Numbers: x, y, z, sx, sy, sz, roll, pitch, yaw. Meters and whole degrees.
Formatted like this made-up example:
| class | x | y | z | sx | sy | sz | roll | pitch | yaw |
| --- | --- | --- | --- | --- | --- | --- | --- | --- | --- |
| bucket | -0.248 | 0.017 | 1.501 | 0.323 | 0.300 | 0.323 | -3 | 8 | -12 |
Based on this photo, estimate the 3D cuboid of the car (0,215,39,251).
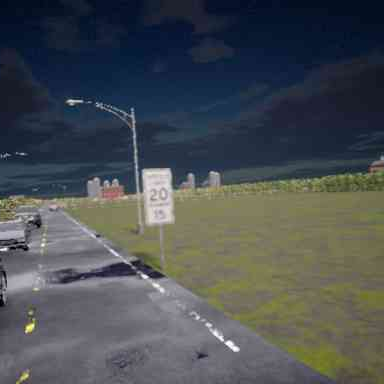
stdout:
| class | x | y | z | sx | sy | sz | roll | pitch | yaw |
| --- | --- | --- | --- | --- | --- | --- | --- | --- | --- |
| car | -9.265 | 2.196 | 17.022 | 2.033 | 1.411 | 5.357 | -4 | 0 | -23 |

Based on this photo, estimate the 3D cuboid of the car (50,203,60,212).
| class | x | y | z | sx | sy | sz | roll | pitch | yaw |
| --- | --- | --- | --- | --- | --- | --- | --- | --- | --- |
| car | -31.296 | 3.682 | 75.859 | 2.128 | 1.511 | 4.902 | -4 | 0 | -23 |

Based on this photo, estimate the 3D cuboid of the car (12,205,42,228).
| class | x | y | z | sx | sy | sz | roll | pitch | yaw |
| --- | --- | --- | --- | --- | --- | --- | --- | --- | --- |
| car | -15.063 | 2.277 | 30.597 | 2.150 | 2.045 | 5.566 | -4 | 0 | -23 |

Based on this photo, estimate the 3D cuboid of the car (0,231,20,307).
| class | x | y | z | sx | sy | sz | roll | pitch | yaw |
| --- | --- | --- | --- | --- | --- | --- | --- | --- | --- |
| car | -4.471 | 1.801 | 5.783 | 2.128 | 1.511 | 4.902 | -4 | 0 | -23 |

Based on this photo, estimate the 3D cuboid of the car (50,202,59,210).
| class | x | y | z | sx | sy | sz | roll | pitch | yaw |
| --- | --- | --- | --- | --- | --- | --- | --- | --- | --- |
| car | -35.396 | 3.650 | 85.410 | 2.097 | 1.767 | 4.553 | -4 | 0 | -23 |
